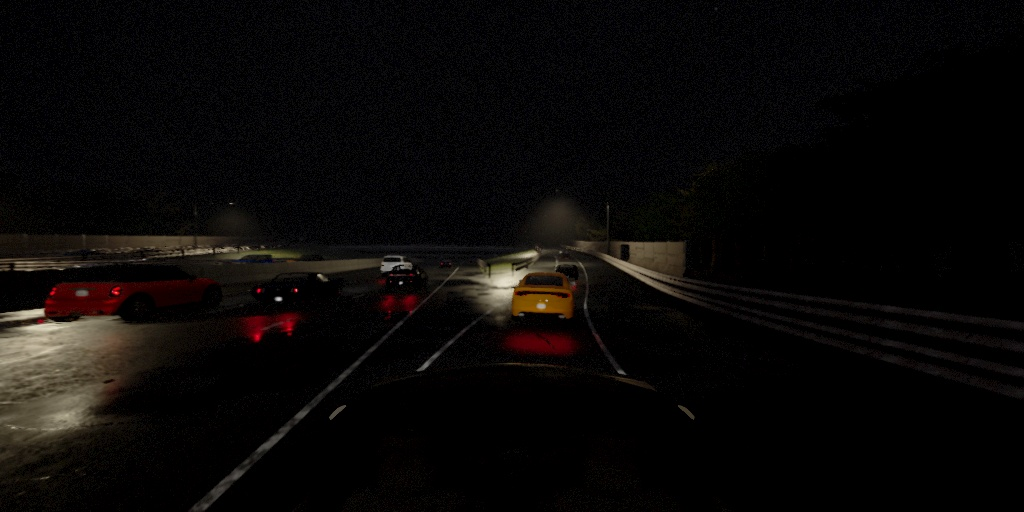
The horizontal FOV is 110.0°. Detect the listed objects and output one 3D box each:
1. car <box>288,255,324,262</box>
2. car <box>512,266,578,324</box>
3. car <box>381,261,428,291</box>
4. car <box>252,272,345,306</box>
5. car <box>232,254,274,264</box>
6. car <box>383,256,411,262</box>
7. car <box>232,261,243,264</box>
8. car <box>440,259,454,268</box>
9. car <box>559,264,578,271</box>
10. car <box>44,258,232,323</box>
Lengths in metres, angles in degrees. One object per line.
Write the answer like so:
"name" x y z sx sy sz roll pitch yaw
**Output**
"car" -26.956 0.843 47.743 2.150 2.045 5.566 0 0 -6
"car" 1.195 1.295 12.581 1.882 1.535 5.008 2 0 8
"car" -6.319 1.262 21.926 2.128 1.511 4.902 0 0 -6
"car" -9.054 1.340 15.753 1.895 1.301 4.718 0 0 -6
"car" -29.750 0.852 41.300 2.150 2.045 5.566 0 0 -6
"car" -11.238 0.988 35.147 2.150 2.045 5.566 0 0 -7
"car" -24.885 1.288 29.524 1.895 1.301 4.718 0 0 -6
"car" -10.417 1.232 57.407 2.033 1.411 5.357 0 0 -7
"car" 4.932 1.347 31.978 1.895 1.301 4.718 0 1 11
"car" -12.168 1.064 12.069 2.097 1.767 4.553 0 0 -6
